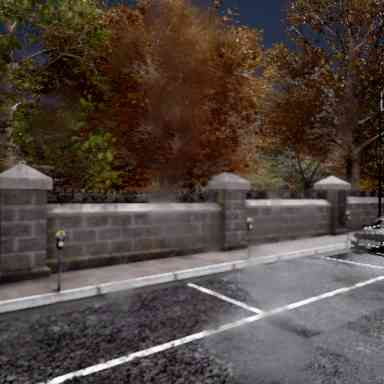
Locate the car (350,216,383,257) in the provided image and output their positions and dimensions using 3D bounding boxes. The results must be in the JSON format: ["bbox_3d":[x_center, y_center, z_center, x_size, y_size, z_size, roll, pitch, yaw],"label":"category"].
[{"bbox_3d":[7.361,1.504,11.794,4.403,1.369,2.008,0,1,-35],"label":"car"}]
